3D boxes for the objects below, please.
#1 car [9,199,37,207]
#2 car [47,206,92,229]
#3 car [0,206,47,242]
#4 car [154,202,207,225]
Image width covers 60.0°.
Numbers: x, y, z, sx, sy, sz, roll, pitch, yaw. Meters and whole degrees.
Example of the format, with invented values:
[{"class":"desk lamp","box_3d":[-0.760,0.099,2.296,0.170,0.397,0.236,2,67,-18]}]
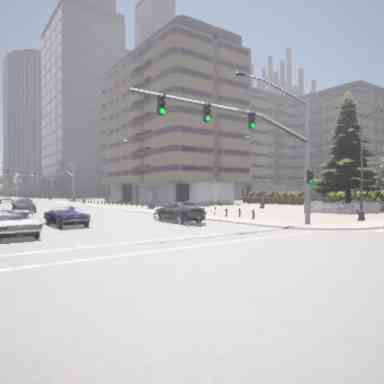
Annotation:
[{"class":"car","box_3d":[-17.577,1.476,34.827,1.837,1.490,4.892,0,0,-35]},{"class":"car","box_3d":[-8.097,1.572,21.501,1.895,1.301,4.718,0,0,-35]},{"class":"car","box_3d":[-8.772,1.590,16.401,1.895,1.301,4.718,0,0,-35]},{"class":"car","box_3d":[-0.937,1.453,23.684,1.837,1.490,4.892,0,0,-35]}]
